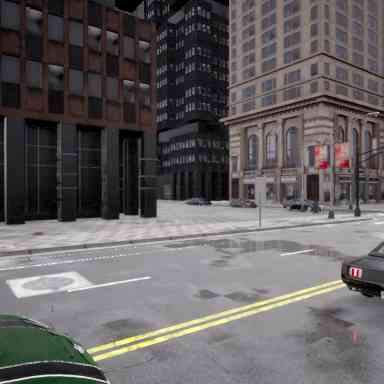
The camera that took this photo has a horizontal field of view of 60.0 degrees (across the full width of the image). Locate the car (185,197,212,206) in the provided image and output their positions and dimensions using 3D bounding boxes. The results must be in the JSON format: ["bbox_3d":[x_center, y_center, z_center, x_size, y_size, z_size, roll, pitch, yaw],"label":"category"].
[{"bbox_3d":[1.009,1.596,54.836,2.033,1.411,5.357,0,0,-36],"label":"car"}]

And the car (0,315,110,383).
[{"bbox_3d":[-2.605,1.352,1.579,4.553,1.767,2.097,0,0,-36],"label":"car"}]

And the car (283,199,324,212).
[{"bbox_3d":[12.744,1.517,38.244,2.128,1.511,4.902,0,0,-35],"label":"car"}]

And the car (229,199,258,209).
[{"bbox_3d":[7.075,1.600,46.244,1.994,1.385,4.181,0,0,-36],"label":"car"}]

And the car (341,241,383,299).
[{"bbox_3d":[5.383,1.600,7.284,4.718,1.301,1.895,0,0,-35],"label":"car"}]
